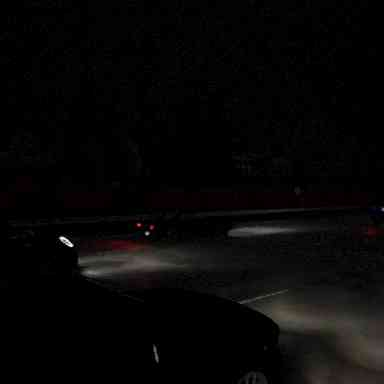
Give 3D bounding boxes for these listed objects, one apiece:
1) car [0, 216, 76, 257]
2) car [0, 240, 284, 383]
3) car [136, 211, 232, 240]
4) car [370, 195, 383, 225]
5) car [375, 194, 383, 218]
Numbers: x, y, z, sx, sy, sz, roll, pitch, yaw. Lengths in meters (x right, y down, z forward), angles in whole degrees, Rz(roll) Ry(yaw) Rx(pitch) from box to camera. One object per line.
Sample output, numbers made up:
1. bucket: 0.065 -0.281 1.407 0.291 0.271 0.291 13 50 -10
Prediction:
1. car: -5.372 1.353 8.512 4.553 1.767 2.097 0 0 -36
2. car: -1.329 1.478 2.799 5.008 1.535 1.882 0 0 -36
3. car: -0.276 1.601 16.502 4.718 1.301 1.895 0 0 -36
4. car: 14.457 1.222 22.864 5.566 2.045 2.150 0 0 -36
5. car: 19.337 1.224 30.730 5.566 2.045 2.150 0 0 -36
